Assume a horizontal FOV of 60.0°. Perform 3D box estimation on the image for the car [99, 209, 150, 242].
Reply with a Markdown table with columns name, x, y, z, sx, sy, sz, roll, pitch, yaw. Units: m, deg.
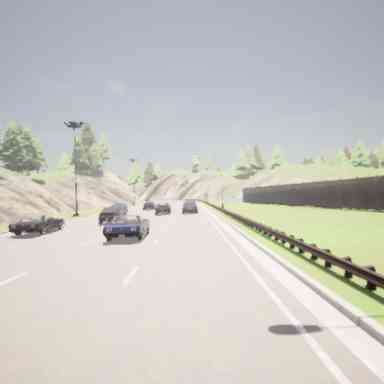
| name | x | y | z | sx | sy | sz | roll | pitch | yaw |
| --- | --- | --- | --- | --- | --- | --- | --- | --- | --- |
| car | -3.488 | 1.909 | 18.619 | 1.895 | 1.301 | 4.718 | -2 | -1 | 0 |

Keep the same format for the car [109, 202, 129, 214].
| name | x | y | z | sx | sy | sz | roll | pitch | yaw |
| --- | --- | --- | --- | --- | --- | --- | --- | --- | --- |
| car | -10.693 | 2.346 | 49.133 | 1.882 | 1.535 | 5.008 | -2 | 0 | 0 |

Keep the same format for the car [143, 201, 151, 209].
| name | x | y | z | sx | sy | sz | roll | pitch | yaw |
| --- | --- | --- | --- | --- | --- | --- | --- | --- | --- |
| car | -7.243 | 2.319 | 57.192 | 1.837 | 1.490 | 4.892 | -2 | 0 | 0 |

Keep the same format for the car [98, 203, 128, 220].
| name | x | y | z | sx | sy | sz | roll | pitch | yaw |
| --- | --- | --- | --- | --- | --- | --- | --- | --- | --- |
| car | -7.066 | 2.058 | 30.097 | 1.837 | 1.490 | 4.892 | -2 | 0 | 0 |

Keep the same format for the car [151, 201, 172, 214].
| name | x | y | z | sx | sy | sz | roll | pitch | yaw |
| --- | --- | --- | --- | --- | --- | --- | --- | --- | --- |
| car | -3.657 | 2.035 | 42.962 | 2.128 | 1.511 | 4.902 | -2 | 0 | 0 |

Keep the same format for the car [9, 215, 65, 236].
| name | x | y | z | sx | sy | sz | roll | pitch | yaw |
| --- | --- | --- | --- | --- | --- | --- | --- | --- | --- |
| car | -10.513 | 2.217 | 22.990 | 1.895 | 1.301 | 4.718 | -2 | -1 | 0 |

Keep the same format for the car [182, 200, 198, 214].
| name | x | y | z | sx | sy | sz | roll | pitch | yaw |
| --- | --- | --- | --- | --- | --- | --- | --- | --- | --- |
| car | -0.244 | 1.961 | 41.250 | 1.994 | 1.385 | 4.181 | -2 | -1 | 0 |

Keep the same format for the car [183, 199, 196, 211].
| name | x | y | z | sx | sy | sz | roll | pitch | yaw |
| --- | --- | --- | --- | --- | --- | --- | --- | --- | --- |
| car | -0.313 | 1.977 | 51.908 | 1.882 | 1.535 | 5.008 | -2 | 0 | 0 |
